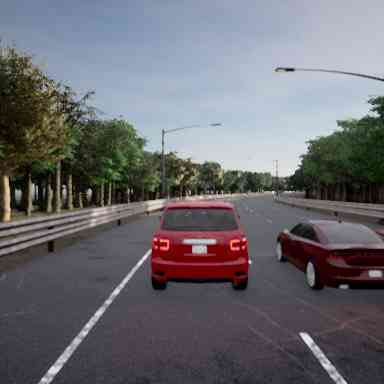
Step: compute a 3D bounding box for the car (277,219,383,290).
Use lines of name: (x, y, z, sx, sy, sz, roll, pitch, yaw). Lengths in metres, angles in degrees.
car: (3.710, 1.485, 9.119, 1.882, 1.535, 5.008, 0, 0, 1)

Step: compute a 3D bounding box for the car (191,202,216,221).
car: (1.022, 1.588, 28.228, 1.994, 1.385, 4.181, 0, 0, 4)

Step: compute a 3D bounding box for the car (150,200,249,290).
car: (0.203, 1.229, 9.242, 2.150, 2.045, 5.566, 0, 0, 1)
